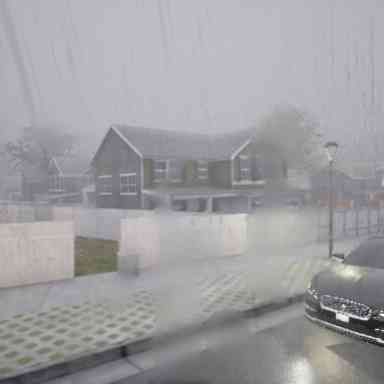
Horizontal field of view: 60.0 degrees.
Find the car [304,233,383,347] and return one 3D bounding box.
[{"bbox_3d":[4.073,1.577,6.260,4.892,1.490,1.837,1,-1,-38],"label":"car"}]
